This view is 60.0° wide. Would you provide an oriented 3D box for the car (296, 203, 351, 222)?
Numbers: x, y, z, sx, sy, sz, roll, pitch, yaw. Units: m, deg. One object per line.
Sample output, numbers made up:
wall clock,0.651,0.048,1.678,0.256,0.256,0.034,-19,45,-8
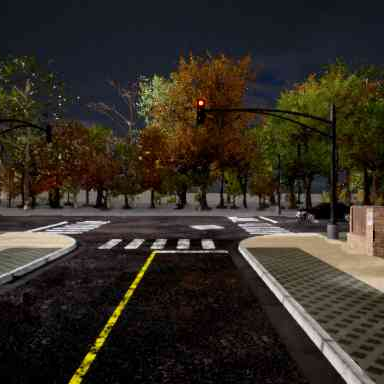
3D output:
car,10.649,1.572,26.327,4.674,1.442,1.812,0,0,0
